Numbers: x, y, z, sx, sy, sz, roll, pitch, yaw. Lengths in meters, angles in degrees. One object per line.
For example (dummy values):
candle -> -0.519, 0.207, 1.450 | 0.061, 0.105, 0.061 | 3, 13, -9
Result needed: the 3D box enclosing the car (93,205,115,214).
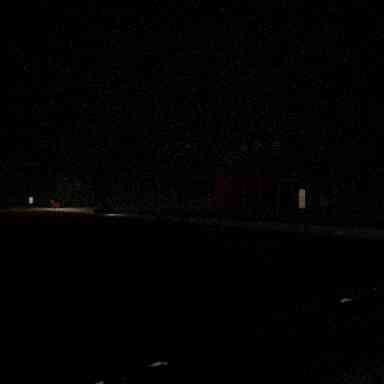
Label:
car -> -14.132, 2.804, 53.245 | 2.033, 1.411, 5.357 | 1, -2, -36
